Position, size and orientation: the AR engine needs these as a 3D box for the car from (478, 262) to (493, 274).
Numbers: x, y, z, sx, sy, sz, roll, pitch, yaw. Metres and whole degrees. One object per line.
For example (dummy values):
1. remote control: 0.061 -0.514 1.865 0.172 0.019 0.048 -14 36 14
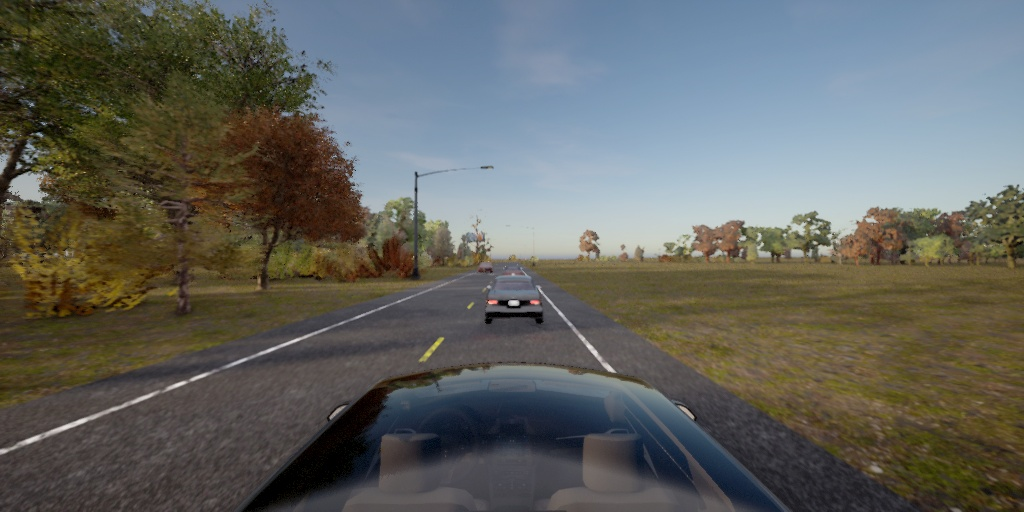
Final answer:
1. car: -3.577 1.587 48.883 1.882 1.535 5.008 0 0 0

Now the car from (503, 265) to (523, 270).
1. car: 0.093 1.552 33.033 1.994 1.385 4.181 0 0 0

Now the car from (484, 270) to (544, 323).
1. car: 0.069 1.380 12.534 2.033 1.411 5.357 0 0 0
